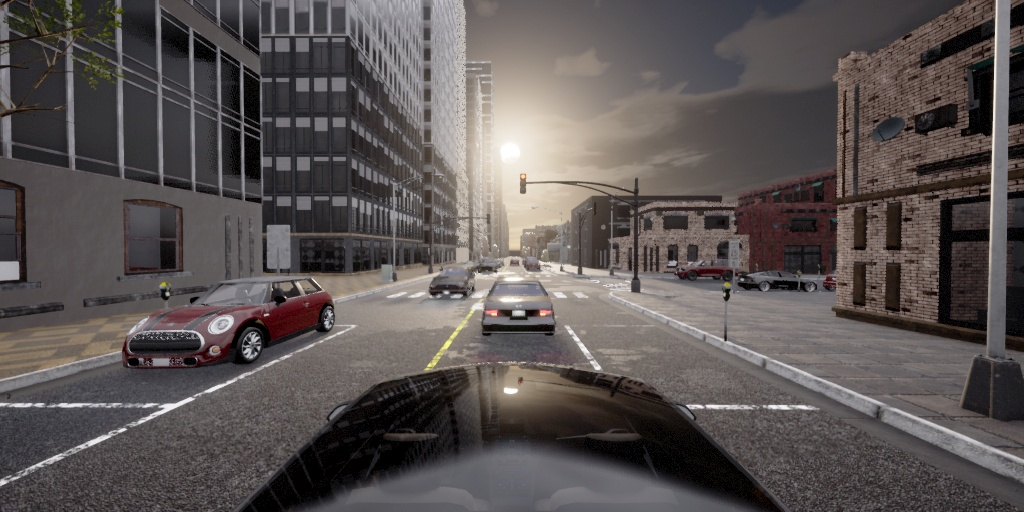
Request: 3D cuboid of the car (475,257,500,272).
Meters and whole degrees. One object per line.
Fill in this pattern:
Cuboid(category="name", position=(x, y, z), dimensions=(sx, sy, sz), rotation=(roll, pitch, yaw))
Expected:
Cuboid(category="car", position=(-2.824, 1.091, 42.649), dimensions=(2.097, 1.767, 4.553), rotation=(0, 0, 0))

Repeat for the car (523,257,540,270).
Cuboid(category="car", position=(3.023, 1.178, 51.265), dimensions=(1.967, 1.591, 4.097), rotation=(0, 0, 0))

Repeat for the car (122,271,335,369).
Cuboid(category="car", position=(-5.654, 1.188, 7.786), dimensions=(1.967, 1.591, 4.097), rotation=(0, 0, 0))

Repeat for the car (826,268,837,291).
Cuboid(category="car", position=(22.097, 1.473, 22.403), dimensions=(4.097, 1.591, 1.967), rotation=(0, 0, 1))

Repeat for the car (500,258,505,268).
Cuboid(category="car", position=(-2.708, 1.284, 58.079), dimensions=(2.033, 1.411, 5.357), rotation=(0, 0, 1))

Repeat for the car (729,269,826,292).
Cuboid(category="car", position=(16.550, 1.546, 22.512), dimensions=(4.313, 1.339, 1.948), rotation=(0, 0, 1))

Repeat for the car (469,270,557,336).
Cuboid(category="car", position=(0.158, 1.295, 10.350), dimensions=(2.033, 1.411, 5.357), rotation=(0, 0, 0))

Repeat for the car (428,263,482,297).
Cuboid(category="car", position=(-2.988, 1.292, 19.055), dimensions=(2.033, 1.411, 5.357), rotation=(0, 0, 0))

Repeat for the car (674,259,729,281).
Cuboid(category="car", position=(16.713, 1.164, 30.889), dimensions=(5.009, 1.841, 2.192), rotation=(0, 0, 1))

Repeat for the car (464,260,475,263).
Cuboid(category="car", position=(-5.534, 1.265, 45.564), dimensions=(1.751, 1.417, 4.829), rotation=(0, 0, 0))

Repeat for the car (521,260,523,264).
Cuboid(category="car", position=(3.099, 1.051, 62.553), dimensions=(2.192, 1.841, 5.009), rotation=(0, 0, 0))
